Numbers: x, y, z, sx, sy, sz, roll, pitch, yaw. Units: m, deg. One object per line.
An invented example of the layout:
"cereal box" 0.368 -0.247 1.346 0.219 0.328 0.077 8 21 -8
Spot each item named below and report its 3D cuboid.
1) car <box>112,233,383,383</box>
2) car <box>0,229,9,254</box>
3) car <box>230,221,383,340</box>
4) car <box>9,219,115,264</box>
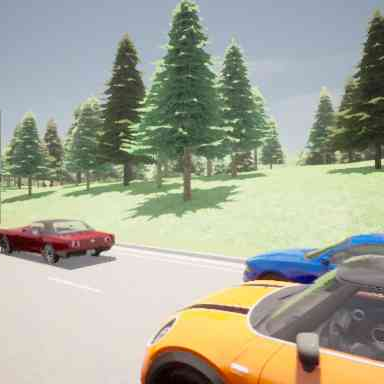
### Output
"car" 1.705 1.351 2.772 4.553 1.767 2.097 0 0 36
"car" -7.268 1.478 9.121 5.008 1.535 1.882 0 0 36
"car" 3.332 1.478 5.911 5.008 1.535 1.882 0 0 36
"car" -4.962 1.601 11.771 4.718 1.301 1.895 0 0 36
